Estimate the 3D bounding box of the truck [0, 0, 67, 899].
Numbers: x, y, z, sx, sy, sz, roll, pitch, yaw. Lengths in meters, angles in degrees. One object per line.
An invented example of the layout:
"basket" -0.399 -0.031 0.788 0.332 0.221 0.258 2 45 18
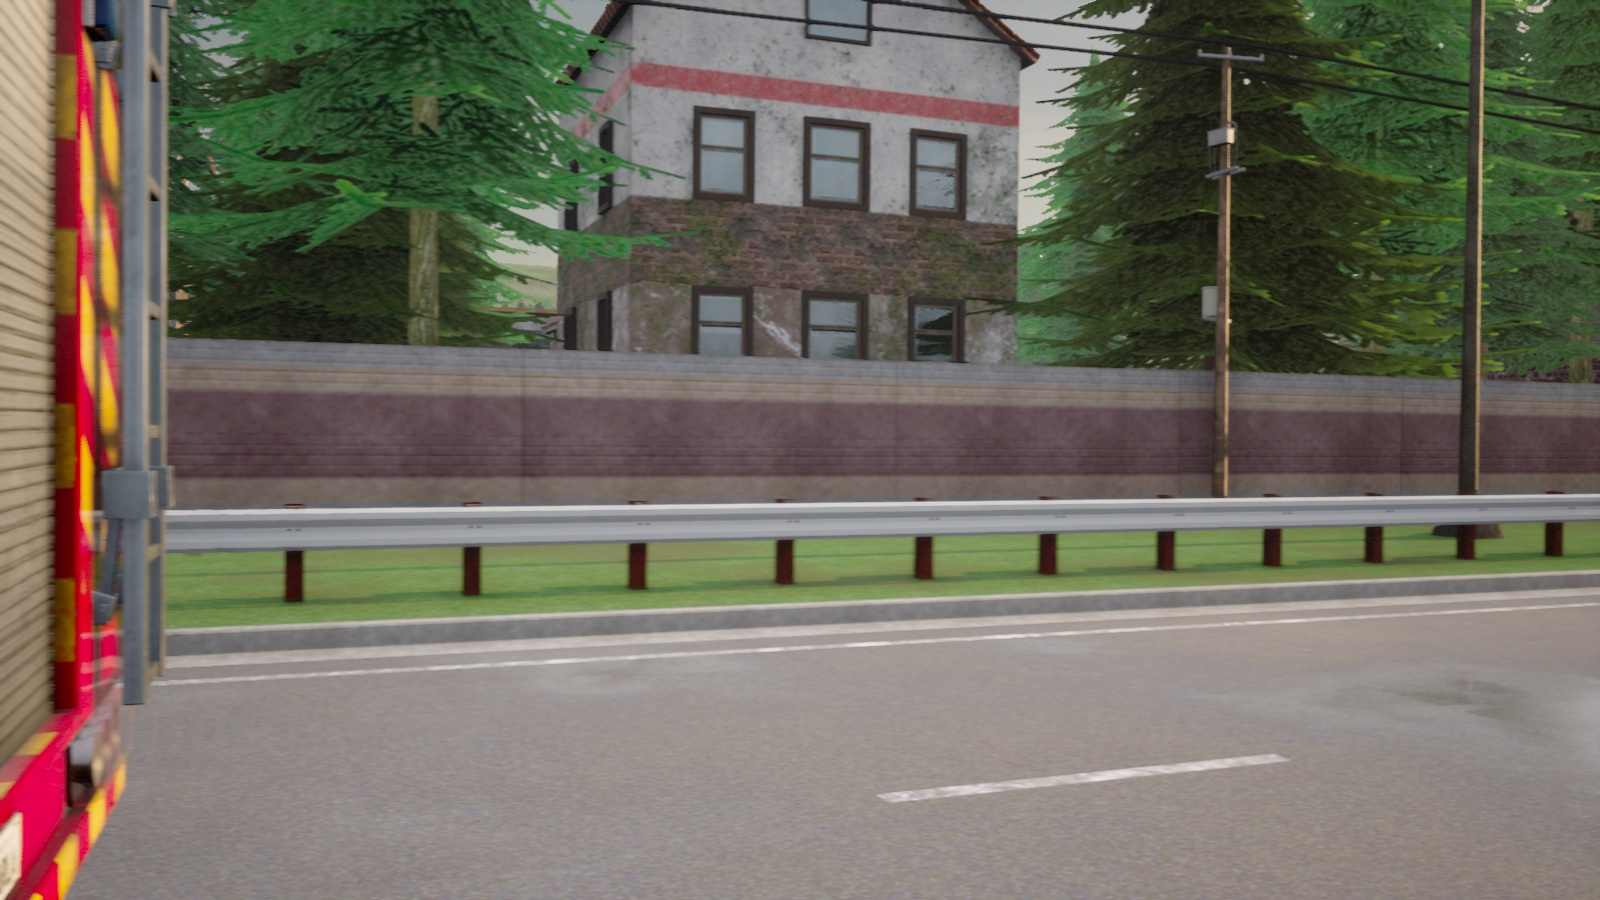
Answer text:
"truck" -5.754 -0.322 1.041 8.468 3.827 2.891 -1 1 -21
